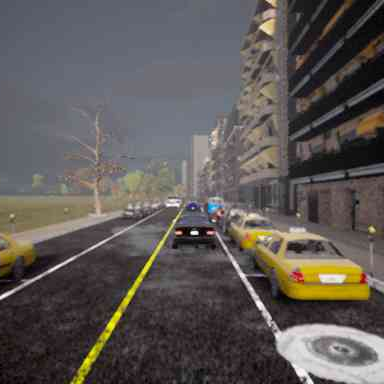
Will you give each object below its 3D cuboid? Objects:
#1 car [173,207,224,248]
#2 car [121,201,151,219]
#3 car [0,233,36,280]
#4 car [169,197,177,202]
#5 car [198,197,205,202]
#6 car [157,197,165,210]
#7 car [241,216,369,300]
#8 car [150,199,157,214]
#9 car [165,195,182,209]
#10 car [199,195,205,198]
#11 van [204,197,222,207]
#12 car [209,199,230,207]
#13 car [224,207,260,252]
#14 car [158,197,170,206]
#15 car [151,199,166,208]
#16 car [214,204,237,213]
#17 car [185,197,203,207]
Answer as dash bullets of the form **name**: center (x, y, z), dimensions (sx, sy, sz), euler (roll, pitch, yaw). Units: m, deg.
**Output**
- **car**: center (0.097, 1.621, 15.193), dimensions (2.033, 1.411, 5.357), euler (0, 0, 0)
- **car**: center (-5.303, 1.698, 30.300), dimensions (2.008, 1.369, 4.403), euler (1, 0, 0)
- **car**: center (-5.306, 1.562, 7.514), dimensions (1.752, 1.417, 4.829), euler (1, 0, 0)
- **car**: center (-5.295, 2.014, 92.493), dimensions (2.008, 1.369, 4.403), euler (1, 0, 0)
- **car**: center (2.585, 2.012, 93.164), dimensions (1.887, 1.381, 4.507), euler (1, 0, 0)
- **car**: center (-5.300, 1.671, 47.262), dimensions (1.967, 1.590, 4.097), euler (1, 0, 0)
- **car**: center (2.575, 1.567, 8.421), dimensions (1.752, 1.417, 4.829), euler (1, 0, 0)
- **car**: center (-5.302, 1.726, 35.954), dimensions (2.008, 1.369, 4.403), euler (1, 0, 0)
- **car**: center (-2.744, 1.496, 50.666), dimensions (2.150, 2.045, 5.566), euler (0, 0, 0)
- **car**: center (2.587, 1.752, 87.505), dimensions (2.192, 1.841, 5.009), euler (1, 0, 0)
- **van**: center (2.580, 1.519, 36.556), dimensions (1.690, 1.788, 3.998), euler (1, 0, 0)
- **car**: center (2.578, 1.562, 25.234), dimensions (1.967, 1.590, 4.097), euler (1, 0, 0)
- **car**: center (2.576, 1.594, 14.082), dimensions (1.752, 1.417, 4.829), euler (1, 0, 0)
- **car**: center (-5.298, 1.757, 64.224), dimensions (1.967, 1.590, 4.097), euler (1, 0, 0)
- **car**: center (-5.300, 1.826, 52.916), dimensions (1.947, 1.339, 4.313), euler (1, 0, 0)
- **car**: center (2.576, 1.646, 19.572), dimensions (2.008, 1.369, 4.403), euler (1, 0, 0)
- **car**: center (0.105, 1.723, 40.574), dimensions (1.812, 1.442, 4.674), euler (0, 0, 0)
